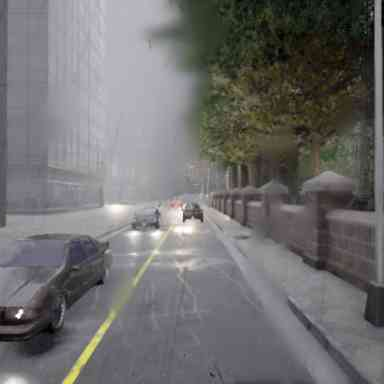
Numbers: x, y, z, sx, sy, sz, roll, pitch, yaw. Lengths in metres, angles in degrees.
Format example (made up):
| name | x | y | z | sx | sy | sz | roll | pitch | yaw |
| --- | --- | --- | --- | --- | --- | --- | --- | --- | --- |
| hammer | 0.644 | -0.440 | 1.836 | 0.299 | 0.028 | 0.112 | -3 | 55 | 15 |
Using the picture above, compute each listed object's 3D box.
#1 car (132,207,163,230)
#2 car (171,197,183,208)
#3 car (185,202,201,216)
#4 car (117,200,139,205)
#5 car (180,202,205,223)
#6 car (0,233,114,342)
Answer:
| name | x | y | z | sx | sy | sz | roll | pitch | yaw |
| --- | --- | --- | --- | --- | --- | --- | --- | --- | --- |
| car | -3.110 | 1.854 | 23.930 | 1.812 | 1.442 | 4.674 | 0 | -1 | 0 |
| car | -3.030 | 2.098 | 66.551 | 2.150 | 2.045 | 5.566 | 0 | 0 | 0 |
| car | 0.076 | 2.038 | 41.700 | 1.882 | 1.535 | 5.008 | 0 | 0 | 0 |
| car | -14.960 | 2.414 | 77.948 | 4.829 | 1.417 | 1.752 | 1 | -1 | 0 |
| car | 0.085 | 1.915 | 29.961 | 1.837 | 1.490 | 4.892 | 0 | -1 | 0 |
| car | -3.104 | 1.648 | 7.200 | 2.033 | 1.411 | 5.357 | 0 | -1 | 0 |
